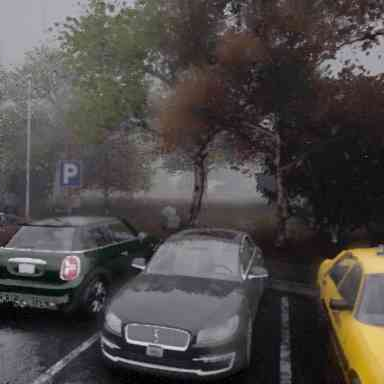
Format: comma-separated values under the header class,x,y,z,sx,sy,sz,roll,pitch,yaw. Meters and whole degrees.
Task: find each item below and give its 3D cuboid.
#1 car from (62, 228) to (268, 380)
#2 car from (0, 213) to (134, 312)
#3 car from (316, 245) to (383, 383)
class,x,y,z,sx,sy,sz,roll,pitch,yaw
car,0.239,1.464,5.912,2.231,1.521,4.892,1,0,15
car,-2.203,1.312,7.589,2.185,1.767,4.553,0,0,15
car,2.611,1.480,4.007,1.946,1.575,5.366,1,0,15
